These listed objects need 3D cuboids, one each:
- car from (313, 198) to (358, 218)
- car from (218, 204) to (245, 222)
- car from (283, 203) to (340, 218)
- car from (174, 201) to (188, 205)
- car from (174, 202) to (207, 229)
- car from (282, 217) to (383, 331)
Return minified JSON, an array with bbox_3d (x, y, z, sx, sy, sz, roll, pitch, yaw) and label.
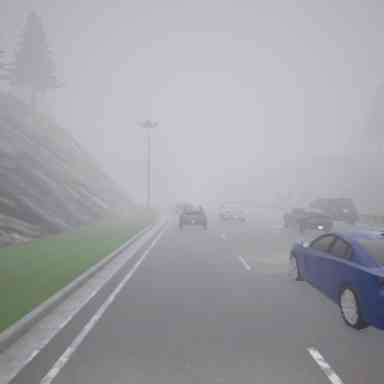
[{"bbox_3d":[10.513,1.449,25.591,2.150,2.045,5.566,0,0,-1],"label":"car"},{"bbox_3d":[3.393,1.783,29.125,1.812,1.442,4.674,0,0,-2],"label":"car"},{"bbox_3d":[7.064,1.690,20.725,1.837,1.490,4.892,0,0,0],"label":"car"},{"bbox_3d":[-1.176,1.841,41.181,1.882,1.535,5.008,0,0,-7],"label":"car"},{"bbox_3d":[0.047,1.698,23.318,2.128,1.511,4.902,0,-1,-1],"label":"car"},{"bbox_3d":[3.589,1.541,7.053,1.882,1.535,5.008,0,0,0],"label":"car"}]
